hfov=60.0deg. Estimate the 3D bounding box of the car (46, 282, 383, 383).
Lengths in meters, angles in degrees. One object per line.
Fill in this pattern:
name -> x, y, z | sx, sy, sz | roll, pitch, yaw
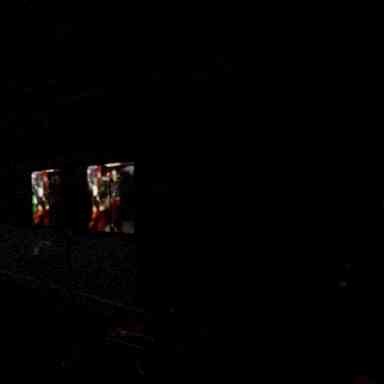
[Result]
car -> 0.700, 1.439, 2.395 | 4.097, 1.590, 1.967 | 0, -1, 36
